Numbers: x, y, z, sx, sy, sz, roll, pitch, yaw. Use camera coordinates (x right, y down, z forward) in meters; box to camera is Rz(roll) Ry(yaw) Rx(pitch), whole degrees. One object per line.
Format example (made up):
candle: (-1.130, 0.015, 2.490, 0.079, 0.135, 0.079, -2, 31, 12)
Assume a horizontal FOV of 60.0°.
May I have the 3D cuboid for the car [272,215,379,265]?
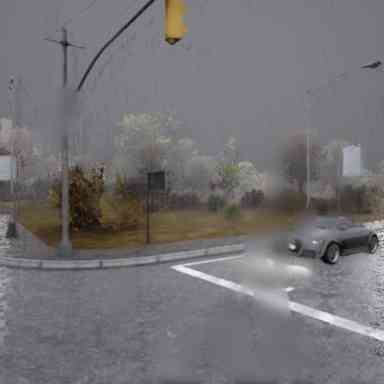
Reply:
car: (4.758, 1.540, 11.720, 4.181, 1.385, 1.994, 0, 0, -36)
